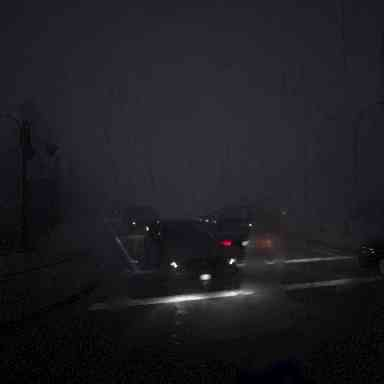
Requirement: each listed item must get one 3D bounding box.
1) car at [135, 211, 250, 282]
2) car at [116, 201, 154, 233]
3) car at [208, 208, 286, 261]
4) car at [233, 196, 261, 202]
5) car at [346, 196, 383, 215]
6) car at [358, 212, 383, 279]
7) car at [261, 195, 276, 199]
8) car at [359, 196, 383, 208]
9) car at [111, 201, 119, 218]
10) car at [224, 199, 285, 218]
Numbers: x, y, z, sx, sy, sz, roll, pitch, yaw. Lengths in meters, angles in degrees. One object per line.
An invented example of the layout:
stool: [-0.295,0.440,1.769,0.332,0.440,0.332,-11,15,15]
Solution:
car: [-0.368,1.543,10.140,2.033,1.411,5.357,0,0,-15]
car: [-3.127,1.529,19.967,2.033,1.411,5.357,0,0,-17]
car: [1.428,1.540,12.145,2.033,1.411,5.357,0,0,-4]
car: [7.266,1.287,46.207,2.007,1.523,4.514,0,0,-17]
car: [15.546,1.355,29.271,1.970,1.475,3.806,0,0,-17]
car: [6.785,1.475,7.997,5.008,1.535,1.882,0,0,36]
car: [10.252,1.277,47.171,2.152,1.636,5.027,0,0,-17]
car: [23.819,1.273,43.279,1.845,1.501,3.633,0,0,-17]
car: [-6.313,1.516,30.111,2.033,1.411,5.357,0,0,-17]
car: [2.955,1.467,19.247,5.357,1.411,2.033,-4,2,-31]
